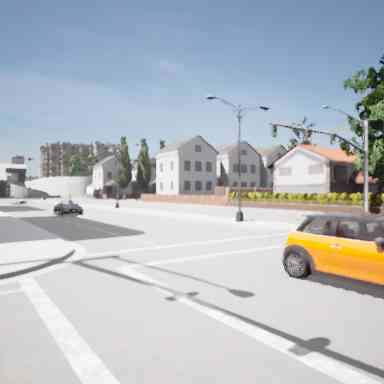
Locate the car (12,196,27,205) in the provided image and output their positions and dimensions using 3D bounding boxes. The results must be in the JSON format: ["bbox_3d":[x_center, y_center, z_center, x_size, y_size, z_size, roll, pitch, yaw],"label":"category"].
[{"bbox_3d":[-29.865,1.464,57.571,1.812,1.442,4.674,0,0,-35],"label":"car"}]

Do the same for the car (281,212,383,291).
[{"bbox_3d":[4.407,1.319,7.761,2.097,1.767,4.553,0,0,-36],"label":"car"}]

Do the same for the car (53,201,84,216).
[{"bbox_3d":[-11.776,1.516,31.560,1.994,1.385,4.181,0,0,-35],"label":"car"}]
